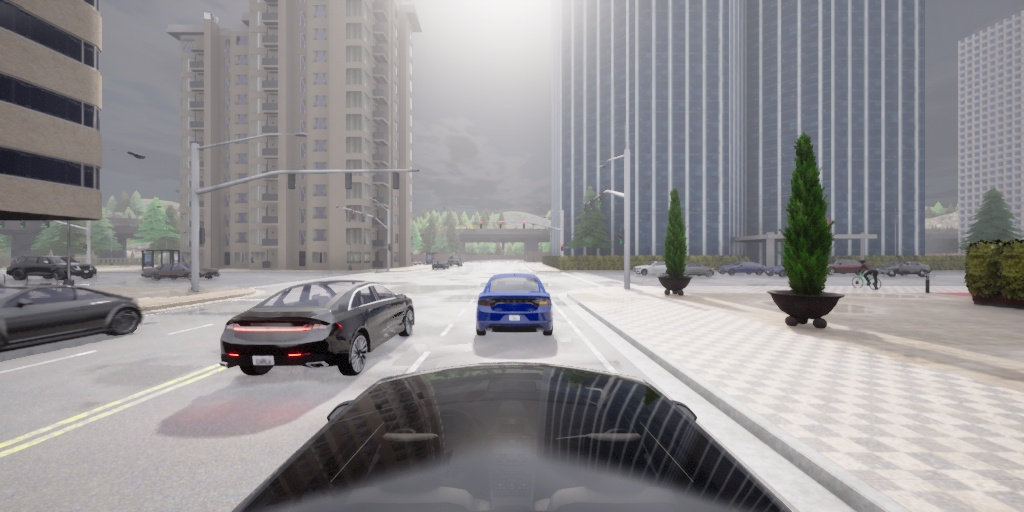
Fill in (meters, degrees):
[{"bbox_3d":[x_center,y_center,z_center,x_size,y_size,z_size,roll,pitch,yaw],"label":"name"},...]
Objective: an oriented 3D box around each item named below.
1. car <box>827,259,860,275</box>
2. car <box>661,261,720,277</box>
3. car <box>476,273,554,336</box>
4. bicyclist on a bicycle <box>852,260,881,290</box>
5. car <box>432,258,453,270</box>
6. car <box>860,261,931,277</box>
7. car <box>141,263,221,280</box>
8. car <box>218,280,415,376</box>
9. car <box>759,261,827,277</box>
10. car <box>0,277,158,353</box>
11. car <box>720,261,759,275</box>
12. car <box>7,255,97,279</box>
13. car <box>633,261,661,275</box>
[{"bbox_3d":[34.359,1.100,38.014,4.553,1.767,2.097,0,0,0],"label":"car"},{"bbox_3d":[16.994,1.312,34.343,4.181,1.385,1.994,0,0,-1],"label":"car"},{"bbox_3d":[0.071,1.227,10.455,1.882,1.535,5.008,0,0,0],"label":"car"},{"bbox_3d":[19.632,1.050,19.886,0.582,1.620,1.656,0,0,-1],"label":"bicyclist on a bicycle"},{"bbox_3d":[-10.621,1.348,53.575,1.895,1.301,4.718,0,0,0],"label":"car"},{"bbox_3d":[37.234,1.240,34.538,4.902,1.511,2.128,0,0,0],"label":"car"},{"bbox_3d":[-27.816,1.296,30.167,5.357,1.411,2.033,0,0,-1],"label":"car"},{"bbox_3d":[-3.446,1.241,7.416,2.128,1.511,4.902,0,0,0],"label":"car"},{"bbox_3d":[26.913,1.274,34.440,4.674,1.442,1.812,0,0,0],"label":"car"},{"bbox_3d":[-10.602,1.314,7.575,1.994,1.385,4.181,0,0,0],"label":"car"},{"bbox_3d":[24.274,1.274,37.917,4.674,1.442,1.812,0,0,0],"label":"car"},{"bbox_3d":[-38.487,0.970,30.072,5.566,2.045,2.150,0,0,0],"label":"car"},{"bbox_3d":[15.191,1.274,37.824,4.674,1.442,1.812,0,0,-1],"label":"car"}]
